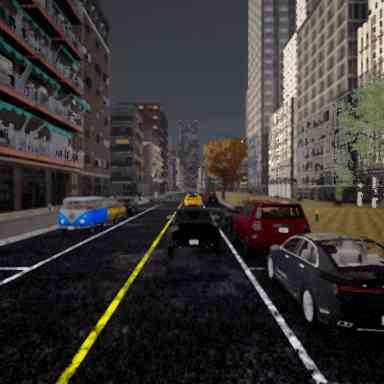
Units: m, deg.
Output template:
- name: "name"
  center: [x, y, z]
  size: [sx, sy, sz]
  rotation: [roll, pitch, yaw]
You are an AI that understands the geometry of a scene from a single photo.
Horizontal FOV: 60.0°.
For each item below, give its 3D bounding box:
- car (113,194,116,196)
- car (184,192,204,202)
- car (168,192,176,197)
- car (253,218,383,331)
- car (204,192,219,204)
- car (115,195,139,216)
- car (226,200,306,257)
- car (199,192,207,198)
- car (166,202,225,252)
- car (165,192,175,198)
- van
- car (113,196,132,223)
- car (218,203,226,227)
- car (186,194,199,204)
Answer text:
- name: "car"
  center: [-16.424, 0.657, 63.821]
  size: [4.403, 1.369, 2.008]
  rotation: [1, 0, -1]
- name: "car"
  center: [0.103, 1.039, 40.005]
  size: [1.882, 1.535, 5.008]
  rotation: [0, 0, 0]
- name: "car"
  center: [-5.688, 0.572, 94.294]
  size: [2.008, 1.369, 4.403]
  rotation: [0, 1, 0]
- name: "car"
  center: [2.693, 1.473, 6.661]
  size: [2.008, 1.369, 4.403]
  rotation: [0, 1, 0]
- name: "car"
  center: [2.693, 1.072, 45.319]
  size: [1.947, 1.339, 4.313]
  rotation: [0, 1, 0]
- name: "car"
  center: [-5.688, 1.245, 28.752]
  size: [1.947, 1.339, 4.313]
  rotation: [0, 1, 0]
- name: "car"
  center: [2.694, 1.175, 12.182]
  size: [2.192, 1.841, 5.009]
  rotation: [0, 1, 0]
- name: "car"
  center: [2.693, 0.670, 83.228]
  size: [1.887, 1.381, 4.507]
  rotation: [0, 1, 0]
- name: "car"
  center: [0.041, 1.353, 13.213]
  size: [1.837, 1.490, 4.892]
  rotation: [0, 1, 0]
- name: "car"
  center: [-5.687, 0.676, 83.228]
  size: [2.008, 1.369, 4.403]
  rotation: [0, 1, 0]
- name: "van"
  center: [-5.687, 1.140, 17.704]
  size: [1.690, 1.788, 3.998]
  rotation: [0, 1, 0]
- name: "car"
  center: [-5.688, 1.266, 23.059]
  size: [1.752, 1.417, 4.829]
  rotation: [0, 1, 0]
- name: "car"
  center: [2.693, 1.365, 17.706]
  size: [1.947, 1.339, 4.313]
  rotation: [0, 1, 0]
- name: "car"
  center: [0.102, 1.044, 51.342]
  size: [1.895, 1.301, 4.718]
  rotation: [0, 1, 0]
